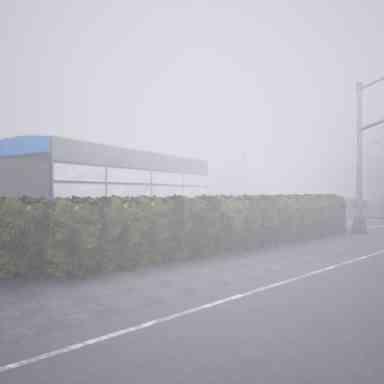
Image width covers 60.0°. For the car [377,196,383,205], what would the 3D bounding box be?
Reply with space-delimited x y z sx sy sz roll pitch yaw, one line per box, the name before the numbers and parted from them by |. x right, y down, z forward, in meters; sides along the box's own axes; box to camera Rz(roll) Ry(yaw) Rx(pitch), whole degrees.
car | 31.531 1.384 53.866 3.806 1.475 1.970 0 0 -41

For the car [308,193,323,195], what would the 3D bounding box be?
car | 27.179 1.097 70.648 4.605 1.855 1.932 0 0 -41

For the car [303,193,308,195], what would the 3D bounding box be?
car | 24.982 1.077 72.595 3.866 1.878 1.905 0 0 -41

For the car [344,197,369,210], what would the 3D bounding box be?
car | 19.290 1.340 39.529 4.514 1.523 2.007 0 0 -41

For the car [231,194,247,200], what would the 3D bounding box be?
car | 12.288 1.232 87.019 3.806 1.475 1.970 0 0 -41

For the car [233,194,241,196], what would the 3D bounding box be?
car | 8.946 1.298 63.519 4.514 1.523 2.007 0 0 -41

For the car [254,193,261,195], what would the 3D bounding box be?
car | 16.693 1.154 82.340 5.027 1.636 2.152 0 0 -41

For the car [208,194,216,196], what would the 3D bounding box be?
car | 4.546 1.298 85.242 4.514 1.523 2.007 0 0 -41
